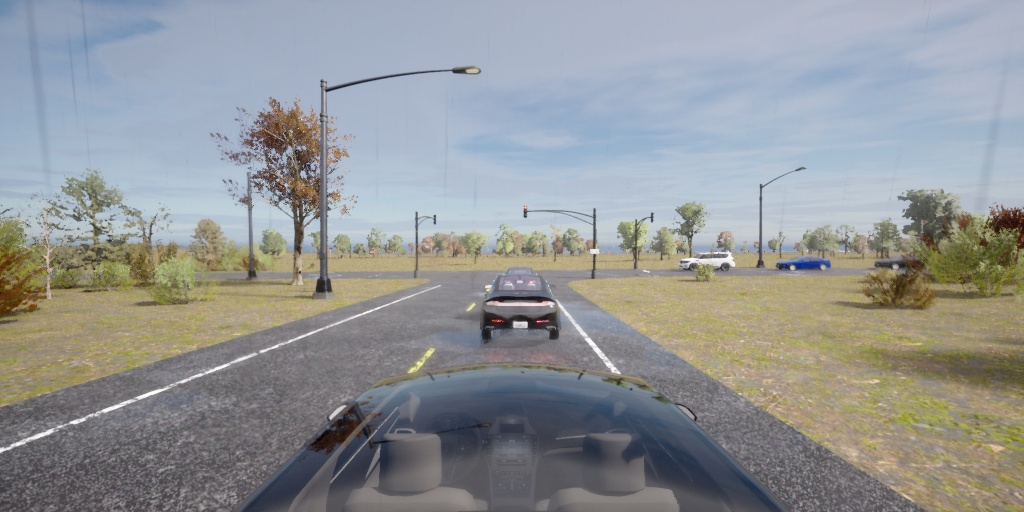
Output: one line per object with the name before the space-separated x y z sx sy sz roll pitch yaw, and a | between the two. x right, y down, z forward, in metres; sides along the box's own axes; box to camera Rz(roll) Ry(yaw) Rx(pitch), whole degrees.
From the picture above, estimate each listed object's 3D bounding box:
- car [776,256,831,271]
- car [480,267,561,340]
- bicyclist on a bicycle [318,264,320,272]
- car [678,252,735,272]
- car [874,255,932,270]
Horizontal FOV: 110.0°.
car | 31.545 0.775 38.908 5.008 1.535 1.882 -1 1 5
car | 0.220 1.235 9.969 2.128 1.511 4.902 0 0 1
bicyclist on a bicycle | -25.343 1.325 47.868 0.582 1.620 1.656 -1 0 5
car | 21.548 0.629 39.791 5.566 2.045 2.150 -1 1 5
car | 41.568 0.670 38.012 5.008 1.535 1.882 -1 1 5
